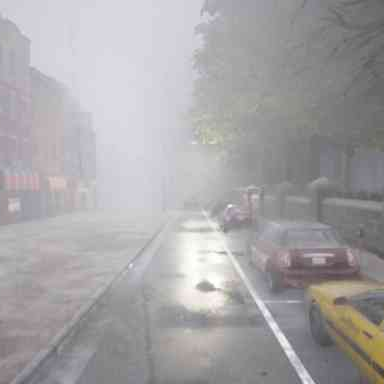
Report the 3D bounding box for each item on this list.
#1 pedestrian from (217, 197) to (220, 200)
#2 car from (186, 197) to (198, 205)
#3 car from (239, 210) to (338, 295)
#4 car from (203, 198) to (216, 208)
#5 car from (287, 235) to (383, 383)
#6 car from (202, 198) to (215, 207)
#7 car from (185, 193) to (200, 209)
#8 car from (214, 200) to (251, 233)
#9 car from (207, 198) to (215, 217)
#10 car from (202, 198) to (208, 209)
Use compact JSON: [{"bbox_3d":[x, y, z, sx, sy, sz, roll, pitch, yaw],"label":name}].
[{"bbox_3d":[2.748,1.351,34.393,0.375,1.860,0.375,-1,1,0],"label":"pedestrian"},{"bbox_3d":[0.002,1.727,61.935,2.033,1.411,5.357,0,-1,0],"label":"car"},{"bbox_3d":[2.621,1.446,8.812,1.967,1.590,4.097,-1,0,0],"label":"car"},{"bbox_3d":[2.669,1.651,52.125,1.752,1.417,4.829,-1,0,0],"label":"car"},{"bbox_3d":[2.623,1.527,3.531,1.752,1.417,4.829,-1,0,0],"label":"car"},{"bbox_3d":[2.645,1.685,54.099,2.008,1.369,4.403,-1,0,0],"label":"car"},{"bbox_3d":[0.033,1.461,48.639,2.097,1.767,4.553,0,0,0],"label":"car"},{"bbox_3d":[2.619,1.461,19.712,1.967,1.590,4.097,-1,0,0],"label":"car"},{"bbox_3d":[2.748,1.526,31.406,1.882,1.535,5.008,0,0,0],"label":"car"},{"bbox_3d":[2.619,1.654,46.963,2.008,1.369,4.403,-1,0,0],"label":"car"}]
